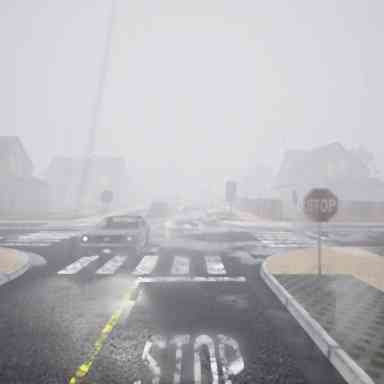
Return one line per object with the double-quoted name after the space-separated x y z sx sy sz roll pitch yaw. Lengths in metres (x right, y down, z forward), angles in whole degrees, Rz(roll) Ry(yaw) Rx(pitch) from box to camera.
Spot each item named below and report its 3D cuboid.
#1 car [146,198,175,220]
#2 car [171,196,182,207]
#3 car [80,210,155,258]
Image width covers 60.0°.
-2.760 1.558 28.785 1.837 1.490 4.892 0 0 0 "car"
-2.769 1.414 54.026 2.097 1.767 4.553 0 0 0 "car"
-2.751 1.603 12.959 1.895 1.301 4.718 0 0 0 "car"
